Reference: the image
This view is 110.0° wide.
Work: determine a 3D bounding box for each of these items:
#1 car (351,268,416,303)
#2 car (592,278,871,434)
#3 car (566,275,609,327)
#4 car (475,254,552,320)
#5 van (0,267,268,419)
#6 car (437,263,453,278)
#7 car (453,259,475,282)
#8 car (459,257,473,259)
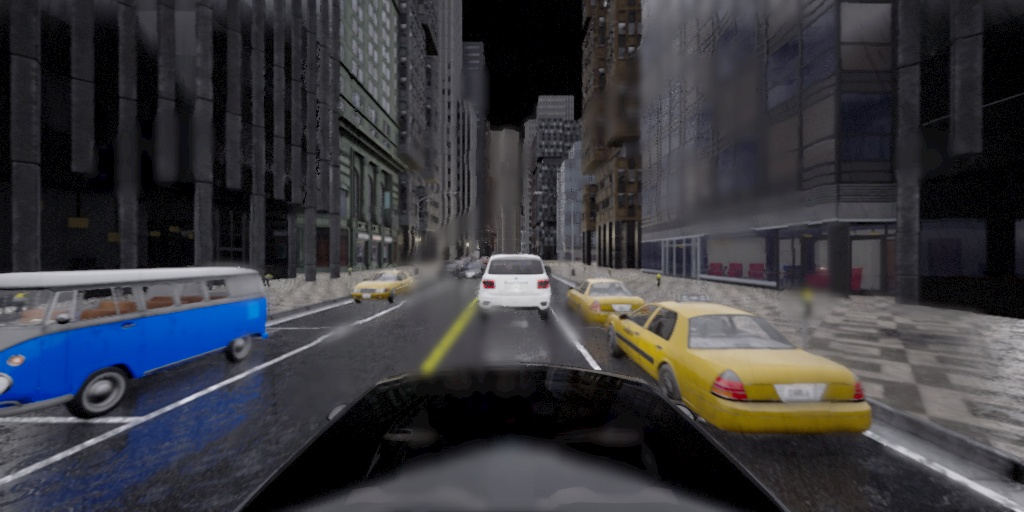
[{"bbox_3d":[-5.766,1.260,16.613,1.751,1.417,4.829,0,0,0],"label":"car"},{"bbox_3d":[2.762,1.270,5.745,1.751,1.417,4.829,0,0,0],"label":"car"},{"bbox_3d":[2.760,1.264,11.354,1.751,1.417,4.829,0,0,0],"label":"car"},{"bbox_3d":[0.070,0.959,12.780,2.150,2.045,5.566,0,0,-1],"label":"car"},{"bbox_3d":[-5.763,1.085,5.565,1.690,1.789,3.998,0,0,0],"label":"van"},{"bbox_3d":[-5.771,1.293,33.611,1.948,1.339,4.313,0,0,0],"label":"car"},{"bbox_3d":[-3.092,1.221,28.828,2.128,1.511,4.902,0,0,0],"label":"car"},{"bbox_3d":[-5.773,1.165,39.221,1.967,1.591,4.097,0,0,0],"label":"car"}]
